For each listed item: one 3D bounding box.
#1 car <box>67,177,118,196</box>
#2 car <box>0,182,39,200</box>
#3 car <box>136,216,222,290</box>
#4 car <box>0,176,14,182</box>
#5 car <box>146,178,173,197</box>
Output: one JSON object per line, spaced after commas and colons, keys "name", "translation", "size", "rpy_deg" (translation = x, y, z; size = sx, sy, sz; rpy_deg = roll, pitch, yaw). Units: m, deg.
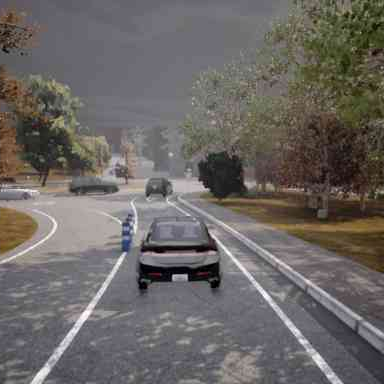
{"name": "car", "translation": [-11.365, -0.695, 38.255], "size": [5.566, 2.045, 2.150], "rpy_deg": [-2, 6, -25]}
{"name": "car", "translation": [-17.887, 0.006, 33.367], "size": [4.674, 1.442, 1.812], "rpy_deg": [0, 5, -2]}
{"name": "car", "translation": [-0.375, 1.376, 8.832], "size": [2.128, 1.511, 4.902], "rpy_deg": [0, 2, -3]}
{"name": "car", "translation": [-35.712, -2.400, 62.557], "size": [1.994, 1.385, 4.181], "rpy_deg": [2, 5, 24]}
{"name": "car", "translation": [-3.562, -0.595, 37.078], "size": [2.150, 2.045, 5.566], "rpy_deg": [0, 5, 6]}
